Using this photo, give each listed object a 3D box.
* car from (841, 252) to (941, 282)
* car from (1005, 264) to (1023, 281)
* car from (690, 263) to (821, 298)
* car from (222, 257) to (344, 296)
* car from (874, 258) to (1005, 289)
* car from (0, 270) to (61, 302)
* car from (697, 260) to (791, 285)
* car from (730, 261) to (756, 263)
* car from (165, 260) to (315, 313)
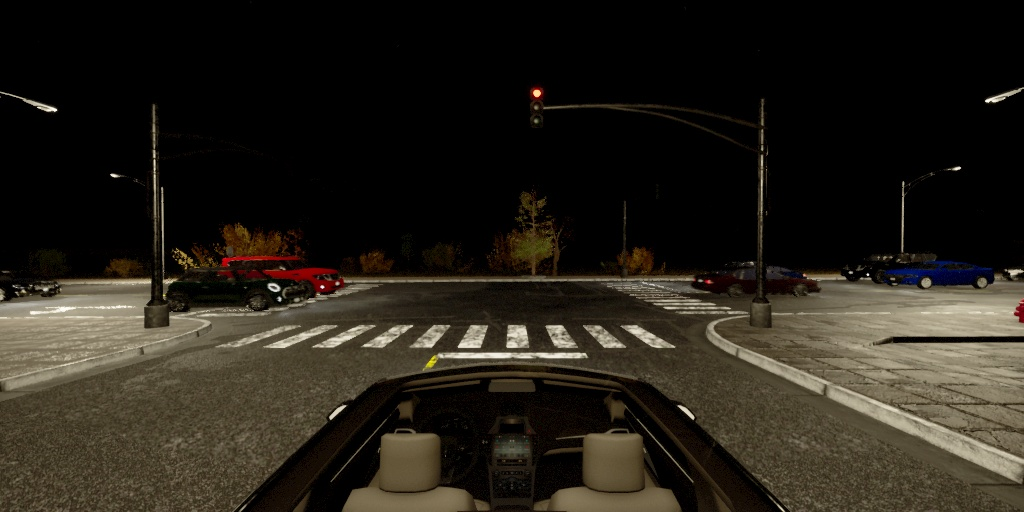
[{"bbox_3d":[25.405,0.738,23.932,5.566,2.045,2.150,0,1,1],"label":"car"},{"bbox_3d":[35.886,0.946,23.838,4.902,1.511,2.128,0,1,1],"label":"car"},{"bbox_3d":[11.617,1.233,17.351,5.357,1.411,2.033,0,1,1],"label":"car"},{"bbox_3d":[-11.300,1.036,17.536,5.566,2.045,2.150,-1,0,0],"label":"car"},{"bbox_3d":[24.483,1.040,20.693,5.008,1.535,1.882,0,1,0],"label":"car"},{"bbox_3d":[-25.356,1.430,17.645,4.892,1.490,1.837,-1,1,0],"label":"car"},{"bbox_3d":[15.379,1.068,24.017,4.902,1.511,2.128,0,1,0],"label":"car"},{"bbox_3d":[14.497,1.187,20.775,4.181,1.385,1.994,0,1,0],"label":"car"},{"bbox_3d":[-10.810,1.201,14.272,4.553,1.767,2.097,-1,1,0],"label":"car"}]
